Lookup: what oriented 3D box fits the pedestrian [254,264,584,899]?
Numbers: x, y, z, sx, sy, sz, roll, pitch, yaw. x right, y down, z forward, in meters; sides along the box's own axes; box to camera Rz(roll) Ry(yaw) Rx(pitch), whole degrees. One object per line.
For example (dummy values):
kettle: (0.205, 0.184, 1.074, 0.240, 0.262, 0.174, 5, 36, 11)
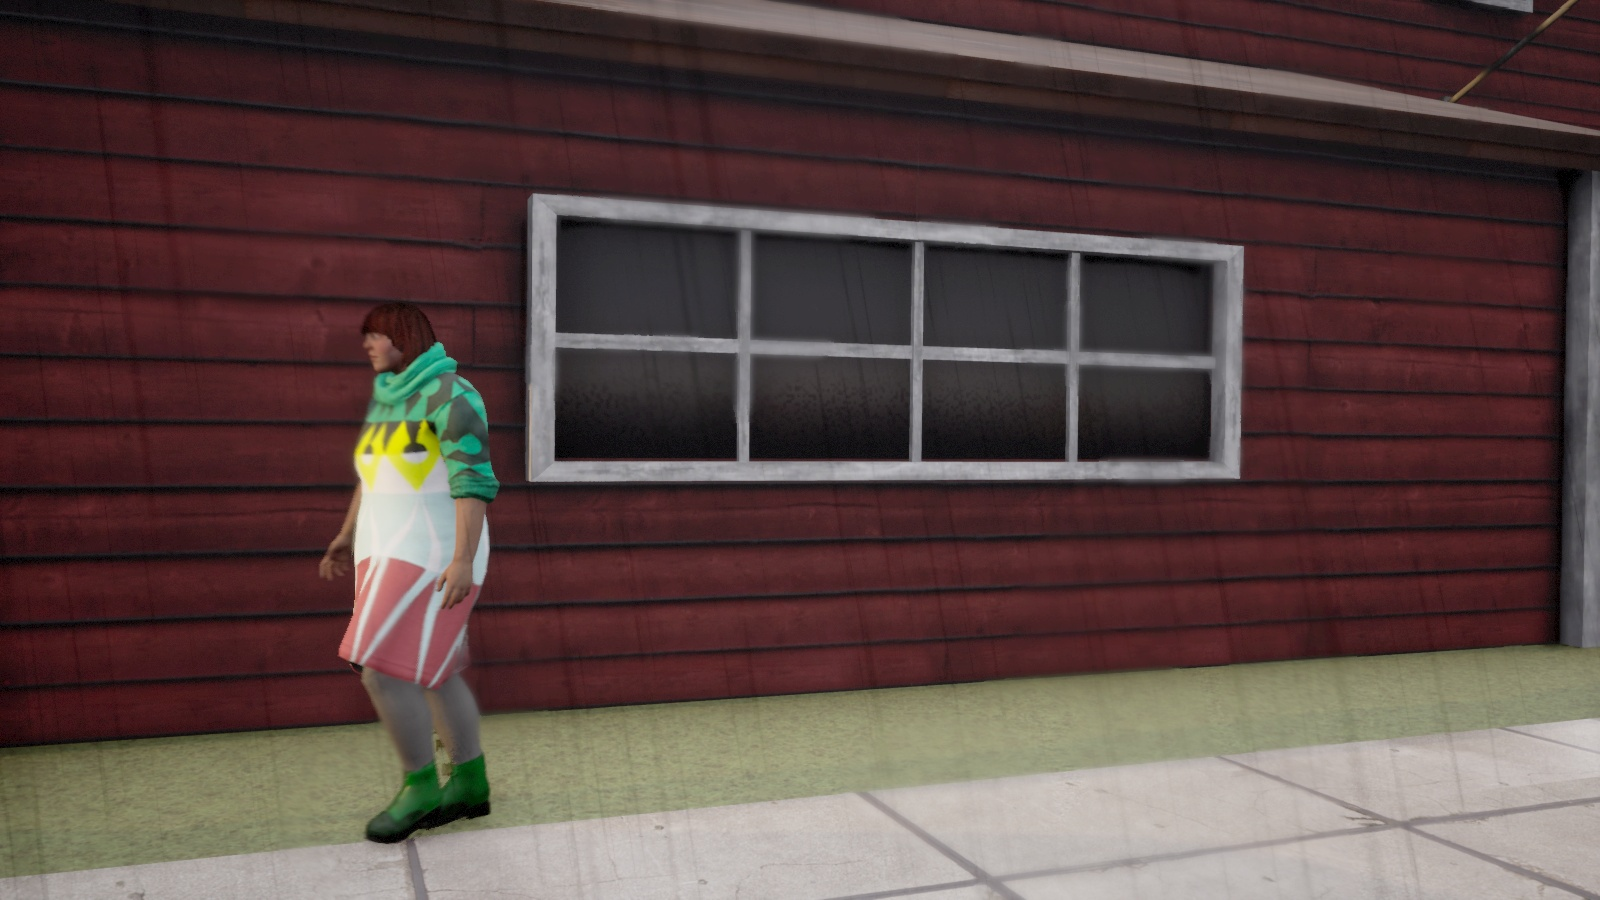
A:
pedestrian: (-1.311, 0.404, 4.337, 0.873, 1.952, 0.659, -1, 1, -40)
